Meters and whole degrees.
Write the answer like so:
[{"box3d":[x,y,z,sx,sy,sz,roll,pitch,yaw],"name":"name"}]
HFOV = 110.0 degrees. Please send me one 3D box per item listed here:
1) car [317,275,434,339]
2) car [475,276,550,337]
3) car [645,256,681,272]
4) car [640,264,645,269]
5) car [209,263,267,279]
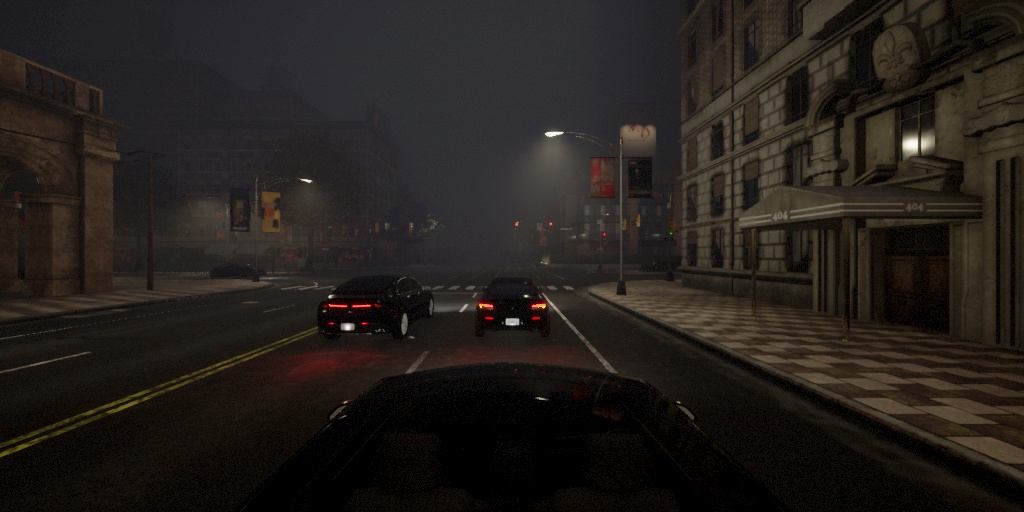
[{"box3d":[-3.494,1.255,10.036,1.837,1.490,4.892,0,0,0],"name":"car"},{"box3d":[0.007,1.276,10.156,1.812,1.442,4.674,0,0,0],"name":"car"},{"box3d":[19.991,0.971,44.331,5.566,2.045,2.150,0,0,1],"name":"car"},{"box3d":[19.999,1.297,47.848,5.357,1.411,2.033,0,0,0],"name":"car"},{"box3d":[-24.754,1.314,32.480,4.181,1.385,1.994,0,0,0],"name":"car"}]
